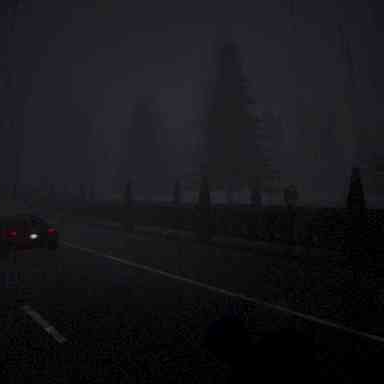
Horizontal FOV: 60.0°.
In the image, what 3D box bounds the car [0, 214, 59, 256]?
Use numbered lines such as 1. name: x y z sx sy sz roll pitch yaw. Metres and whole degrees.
1. car: -6.969 1.569 13.408 1.994 1.385 4.181 -1 1 -41
